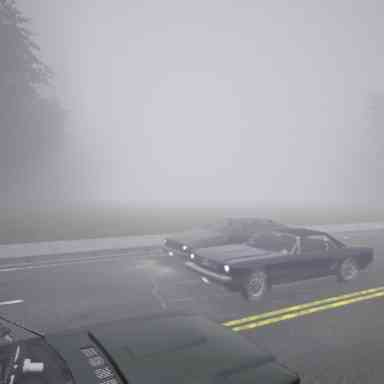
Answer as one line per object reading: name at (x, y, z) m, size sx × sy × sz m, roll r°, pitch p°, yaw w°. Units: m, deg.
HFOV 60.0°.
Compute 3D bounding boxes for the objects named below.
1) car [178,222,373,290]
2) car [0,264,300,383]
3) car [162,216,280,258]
car at (2.242, 1.607, 8.305) m, size 4.718 × 1.301 × 1.895 m, roll 0°, pitch 0°, yaw -28°
car at (-1.439, 1.600, 2.185) m, size 4.718 × 1.301 × 1.895 m, roll 0°, pitch 0°, yaw -31°
car at (1.687, 1.559, 11.715) m, size 5.357 × 1.411 × 2.033 m, roll 0°, pitch 0°, yaw -28°
